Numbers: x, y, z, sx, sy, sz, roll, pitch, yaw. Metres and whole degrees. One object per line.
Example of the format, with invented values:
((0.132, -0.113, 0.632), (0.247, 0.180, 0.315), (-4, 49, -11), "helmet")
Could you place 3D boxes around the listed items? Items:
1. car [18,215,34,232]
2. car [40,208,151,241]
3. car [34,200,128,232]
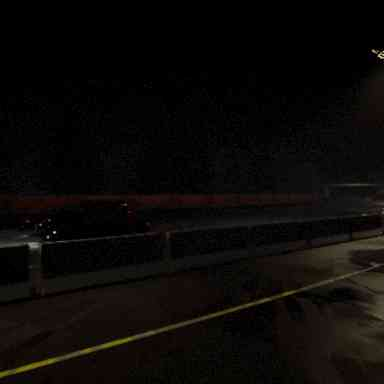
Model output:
((-9.338, 1.856, 23.187), (5.008, 1.535, 1.882), (0, -1, -37), "car")
((-4.879, 1.819, 17.783), (5.357, 1.411, 2.033), (0, -1, -37), "car")
((-6.540, 1.549, 20.912), (5.566, 2.045, 2.150), (0, -1, -37), "car")
